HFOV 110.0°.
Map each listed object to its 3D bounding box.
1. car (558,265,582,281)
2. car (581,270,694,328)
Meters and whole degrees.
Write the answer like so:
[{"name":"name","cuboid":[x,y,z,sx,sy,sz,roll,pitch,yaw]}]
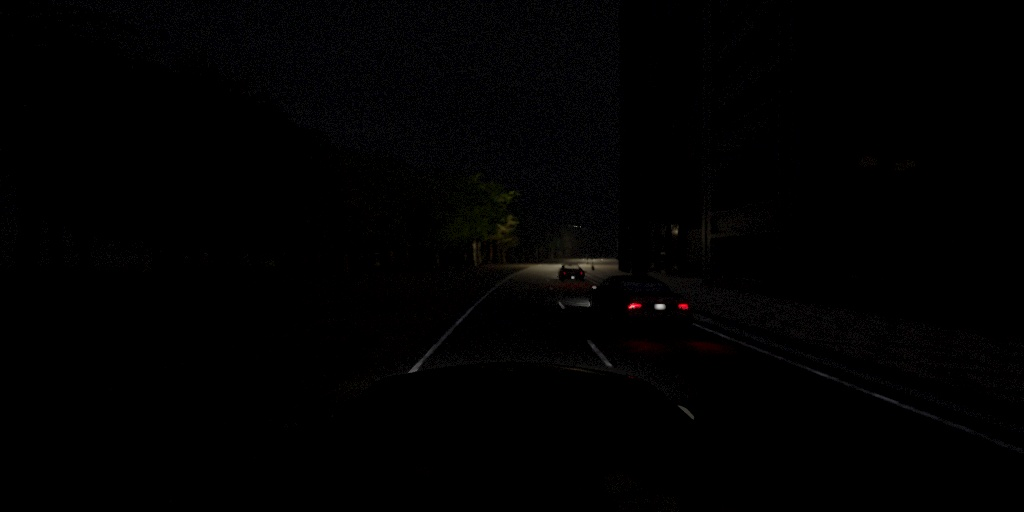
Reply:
[{"name":"car","cuboid":[4.844,1.365,29.638,1.895,1.301,4.718,0,0,5]},{"name":"car","cuboid":[3.778,1.313,11.475,2.033,1.411,5.357,0,0,2]}]
